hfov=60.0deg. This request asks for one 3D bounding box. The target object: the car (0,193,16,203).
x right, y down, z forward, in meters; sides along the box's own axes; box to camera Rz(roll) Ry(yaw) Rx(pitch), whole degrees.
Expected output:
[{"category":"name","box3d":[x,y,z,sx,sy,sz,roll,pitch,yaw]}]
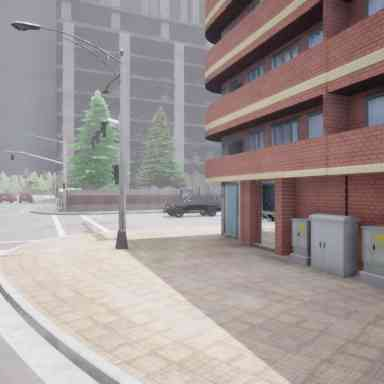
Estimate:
[{"category":"car","box3d":[-38.107,1.225,68.331,2.150,2.045,5.566,0,0,-23]}]

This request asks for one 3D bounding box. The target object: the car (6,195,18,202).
[{"category":"car","box3d":[-42.276,1.540,78.114,2.033,1.411,5.357,0,0,-23]}]

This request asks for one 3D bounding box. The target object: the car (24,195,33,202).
[{"category":"car","box3d":[-38.892,1.524,79.102,1.812,1.442,4.674,0,0,-23]}]

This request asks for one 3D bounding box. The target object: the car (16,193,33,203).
[{"category":"car","box3d":[-34.743,1.225,69.363,2.150,2.045,5.566,0,0,-23]}]

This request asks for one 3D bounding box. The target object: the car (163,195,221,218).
[{"category":"car","box3d":[0.088,1.277,31.288,5.566,2.045,2.150,0,0,-23]}]
